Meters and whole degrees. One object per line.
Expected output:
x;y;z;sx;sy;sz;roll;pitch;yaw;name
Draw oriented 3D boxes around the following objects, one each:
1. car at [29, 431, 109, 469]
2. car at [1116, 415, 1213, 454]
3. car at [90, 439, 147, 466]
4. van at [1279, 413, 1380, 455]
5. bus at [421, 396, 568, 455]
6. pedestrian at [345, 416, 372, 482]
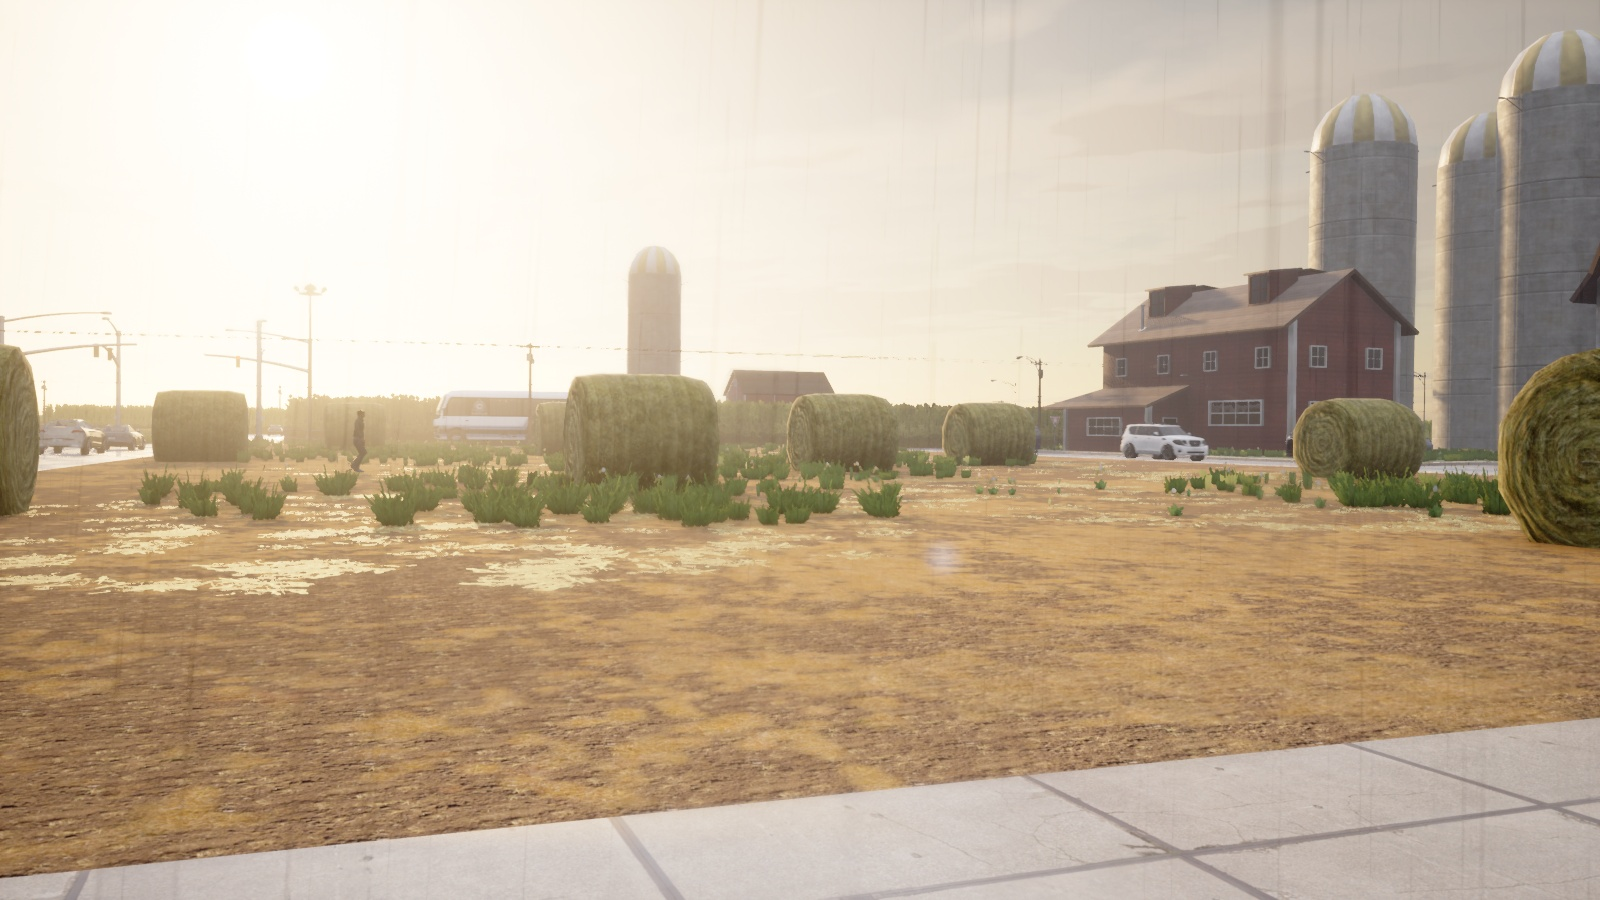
-33.644;-0.038;57.975;2.152;1.651;5.027;-1;1;-18;car
19.883;-0.844;68.803;2.150;2.045;5.566;-1;1;-22;car
-36.959;0.117;68.199;1.994;1.385;4.181;-1;1;-18;car
26.230;-0.802;62.364;2.069;2.038;4.480;-1;1;-22;van
-23.021;-1.870;94.688;10.273;4.253;3.944;-1;1;-21;bus
-12.403;-0.027;35.293;0.614;1.847;0.353;-1;1;-8;pedestrian
